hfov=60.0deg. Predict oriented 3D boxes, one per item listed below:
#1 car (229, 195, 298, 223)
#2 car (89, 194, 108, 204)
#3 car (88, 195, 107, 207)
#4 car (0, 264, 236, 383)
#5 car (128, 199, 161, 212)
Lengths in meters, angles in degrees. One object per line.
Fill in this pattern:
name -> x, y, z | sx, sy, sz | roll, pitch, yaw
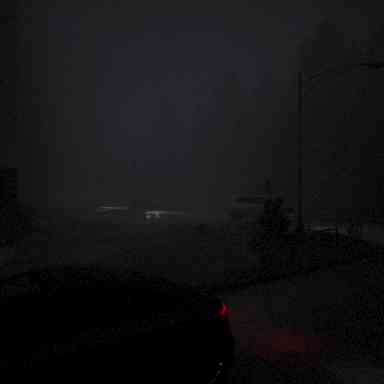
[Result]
car -> 5.077, 1.221, 24.488 | 2.150, 2.045, 5.566 | 0, 0, -36
car -> -18.068, 1.352, 63.976 | 2.097, 1.767, 4.553 | 0, 0, -35
car -> -14.971, 1.493, 52.590 | 2.128, 1.511, 4.902 | 0, 0, -35
car -> -1.531, 1.564, 3.547 | 4.181, 1.385, 1.994 | 0, 0, -36
car -> -5.784, 1.548, 39.642 | 2.033, 1.411, 5.357 | 0, 0, -36
